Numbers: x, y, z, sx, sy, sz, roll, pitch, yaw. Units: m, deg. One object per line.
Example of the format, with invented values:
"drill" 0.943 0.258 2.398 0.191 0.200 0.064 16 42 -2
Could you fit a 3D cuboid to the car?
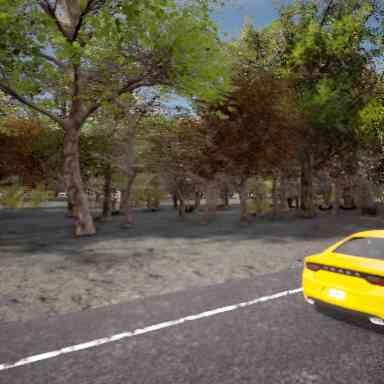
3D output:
"car" 4.399 1.538 6.887 5.008 1.535 1.882 0 0 -35
